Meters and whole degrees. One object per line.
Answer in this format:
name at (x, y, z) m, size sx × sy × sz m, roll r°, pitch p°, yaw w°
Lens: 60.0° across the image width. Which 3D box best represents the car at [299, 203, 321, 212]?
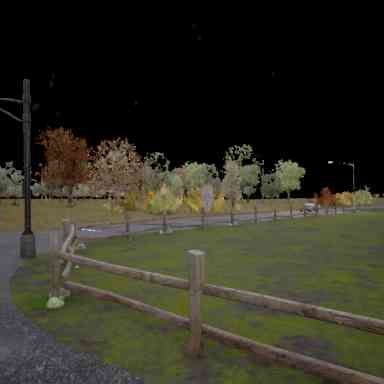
car at (18.874, 2.448, 52.974) m, size 2.033 × 1.411 × 5.357 m, roll -1°, pitch -2°, yaw 40°
